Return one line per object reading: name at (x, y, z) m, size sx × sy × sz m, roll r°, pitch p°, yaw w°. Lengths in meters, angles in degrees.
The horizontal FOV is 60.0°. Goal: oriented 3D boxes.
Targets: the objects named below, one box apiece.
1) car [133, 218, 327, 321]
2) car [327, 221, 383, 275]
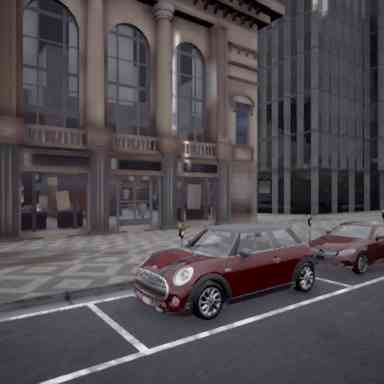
car at (0.788, 1.437, 7.211) m, size 4.097 × 1.590 × 1.967 m, roll 0°, pitch 0°, yaw -35°
car at (5.256, 1.577, 10.397) m, size 4.206 × 1.307 × 1.802 m, roll 0°, pitch 0°, yaw -35°
